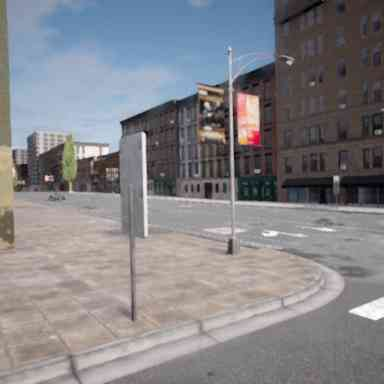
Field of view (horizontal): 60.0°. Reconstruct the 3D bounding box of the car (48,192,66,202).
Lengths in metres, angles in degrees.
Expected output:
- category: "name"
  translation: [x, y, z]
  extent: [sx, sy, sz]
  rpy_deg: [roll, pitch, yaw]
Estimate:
- category: "car"
  translation: [-21.691, 0.773, 53.269]
  extent: [1.837, 1.490, 4.892]
  rpy_deg: [-2, 2, -36]
